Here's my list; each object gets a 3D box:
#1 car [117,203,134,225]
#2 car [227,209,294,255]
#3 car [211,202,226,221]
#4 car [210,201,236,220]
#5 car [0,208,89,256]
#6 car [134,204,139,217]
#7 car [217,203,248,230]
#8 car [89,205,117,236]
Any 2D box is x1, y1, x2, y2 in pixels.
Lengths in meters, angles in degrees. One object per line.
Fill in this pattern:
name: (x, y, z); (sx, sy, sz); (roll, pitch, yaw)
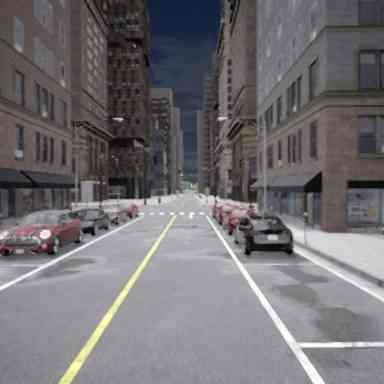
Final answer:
car: (-5.853, 1.617, 24.239); (2.008, 1.369, 4.403); (-1, 0, 0)
car: (2.711, 1.573, 13.258); (1.947, 1.339, 4.313); (-1, 0, 0)
car: (2.672, 1.570, 24.268); (1.887, 1.381, 4.507); (-1, 0, 0)
car: (2.653, 1.579, 29.773); (1.887, 1.381, 4.507); (-1, 0, 0)
car: (-5.817, 1.488, 13.228); (1.967, 1.590, 4.097); (-1, 0, 0)
car: (-5.872, 1.620, 29.744); (1.887, 1.381, 4.507); (-1, 0, 0)
car: (2.691, 1.561, 18.762); (1.887, 1.381, 4.507); (-1, 0, 0)
car: (-5.833, 1.623, 18.734); (1.947, 1.339, 4.313); (-1, 0, 0)
